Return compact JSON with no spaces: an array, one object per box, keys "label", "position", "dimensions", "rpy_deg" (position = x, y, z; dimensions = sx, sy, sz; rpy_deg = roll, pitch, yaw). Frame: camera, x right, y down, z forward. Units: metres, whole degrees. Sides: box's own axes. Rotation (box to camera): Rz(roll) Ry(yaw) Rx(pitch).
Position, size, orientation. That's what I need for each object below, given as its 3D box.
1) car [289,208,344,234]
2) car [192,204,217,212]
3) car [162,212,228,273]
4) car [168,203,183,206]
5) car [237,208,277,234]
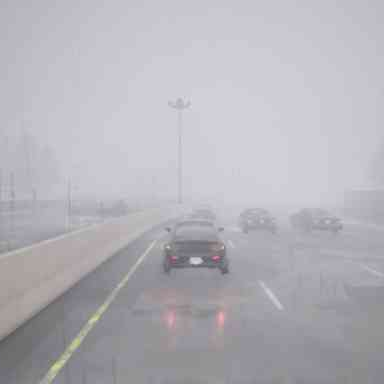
[{"label":"car","position":[7.355,1.656,20.145],"dimensions":[2.033,1.411,5.357],"rpy_deg":[0,0,4]},{"label":"car","position":[1.012,1.670,26.552],"dimensions":[1.812,1.442,4.674],"rpy_deg":[0,0,7]},{"label":"car","position":[0.089,1.584,10.721],"dimensions":[1.812,1.442,4.674],"rpy_deg":[0,0,0]},{"label":"car","position":[-2.240,1.793,45.191],"dimensions":[2.033,1.411,5.357],"rpy_deg":[0,0,18]},{"label":"car","position":[3.862,1.657,20.232],"dimensions":[2.033,1.411,5.357],"rpy_deg":[0,0,3]}]
